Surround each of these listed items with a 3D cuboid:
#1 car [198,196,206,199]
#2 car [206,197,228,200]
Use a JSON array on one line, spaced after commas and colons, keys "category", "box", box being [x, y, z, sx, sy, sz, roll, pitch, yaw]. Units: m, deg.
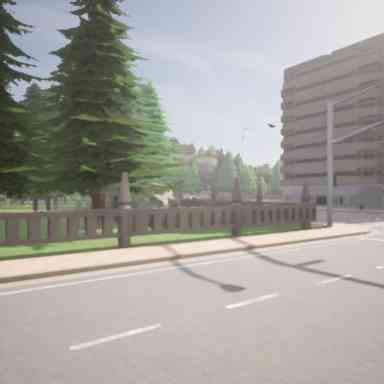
[{"category": "car", "box": [2.299, 1.593, 62.902, 1.882, 1.535, 5.008, 0, 0, 7]}, {"category": "car", "box": [4.024, 1.430, 45.687, 2.097, 1.767, 4.553, 0, 0, -16]}]
